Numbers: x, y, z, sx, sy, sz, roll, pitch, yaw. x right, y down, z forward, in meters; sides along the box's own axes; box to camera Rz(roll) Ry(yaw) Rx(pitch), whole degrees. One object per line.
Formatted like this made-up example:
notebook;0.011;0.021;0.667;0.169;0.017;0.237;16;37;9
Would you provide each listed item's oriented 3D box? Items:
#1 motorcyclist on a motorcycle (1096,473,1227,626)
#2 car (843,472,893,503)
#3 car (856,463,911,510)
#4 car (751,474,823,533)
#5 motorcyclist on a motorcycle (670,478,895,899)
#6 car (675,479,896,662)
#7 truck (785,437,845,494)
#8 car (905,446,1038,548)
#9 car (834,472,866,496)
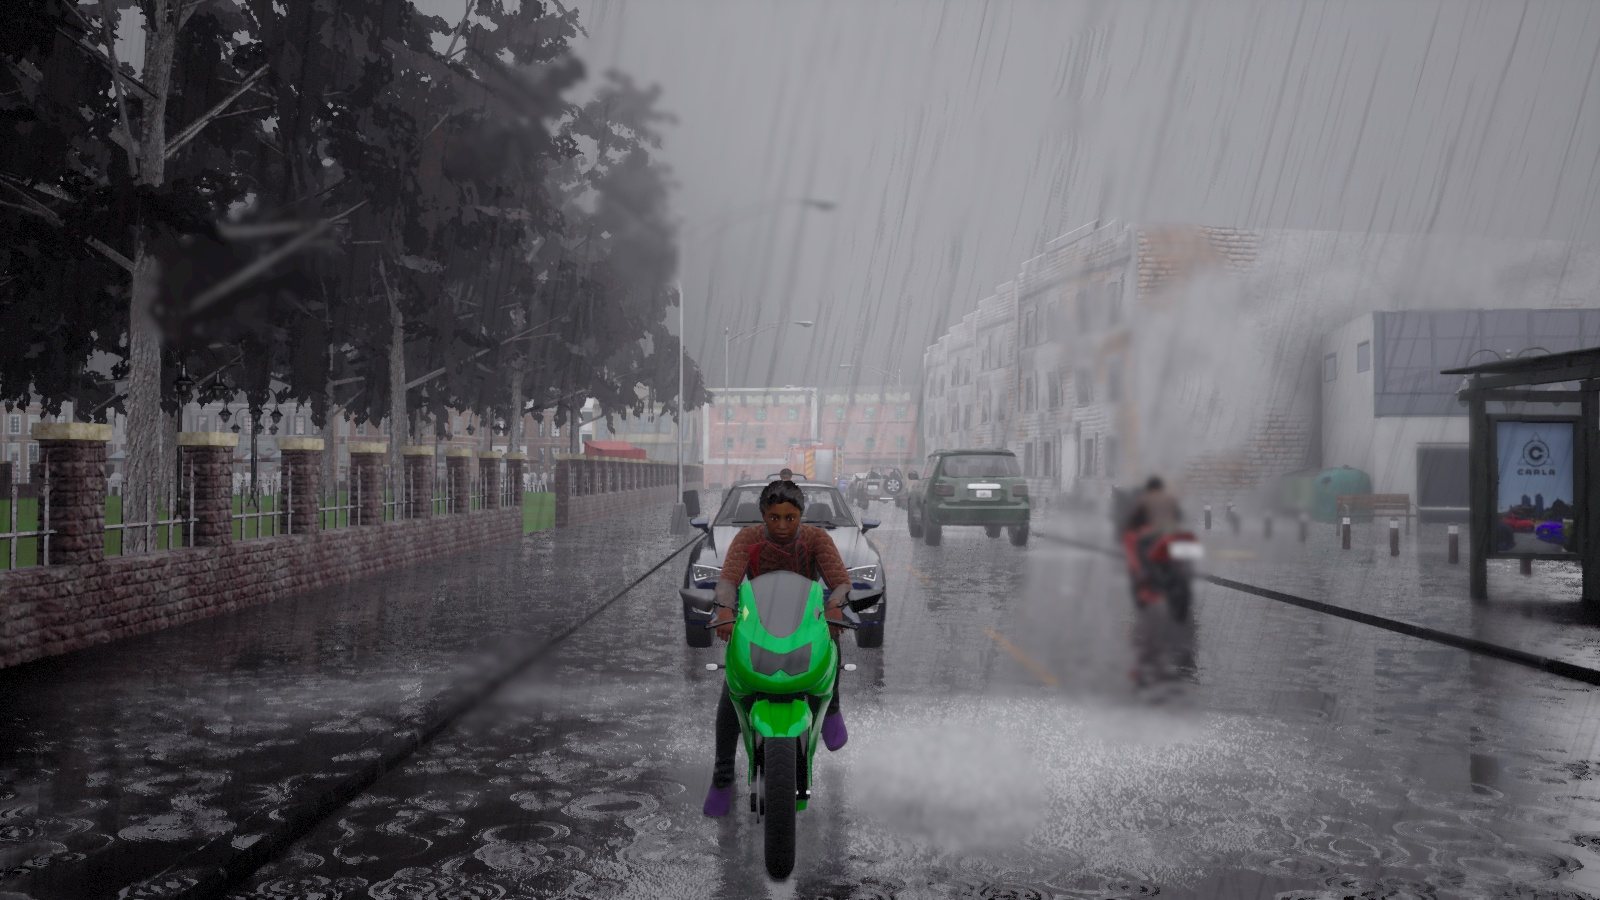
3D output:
motorcyclist on a motorcycle;3.849;1.008;13.548;0.797;1.523;2.044;0;-1;-1
car;3.337;1.852;62.729;2.163;1.488;4.792;0;-1;-1
car;3.449;1.496;52.461;1.932;1.855;4.605;0;-1;0
car;-0.352;1.401;34.099;1.845;1.501;3.633;0;-1;-1
motorcyclist on a motorcycle;-0.073;0.890;5.518;0.797;1.523;2.044;0;-1;-1
car;-0.140;1.037;12.438;1.816;1.474;4.193;0;-1;-1
truck;0.975;1.141;89.546;2.891;3.827;8.468;0;-1;-9
car;3.705;0.991;28.177;2.150;2.045;5.566;0;-1;-1
car;3.144;2.156;80.022;1.816;1.474;4.193;0;-1;-1
